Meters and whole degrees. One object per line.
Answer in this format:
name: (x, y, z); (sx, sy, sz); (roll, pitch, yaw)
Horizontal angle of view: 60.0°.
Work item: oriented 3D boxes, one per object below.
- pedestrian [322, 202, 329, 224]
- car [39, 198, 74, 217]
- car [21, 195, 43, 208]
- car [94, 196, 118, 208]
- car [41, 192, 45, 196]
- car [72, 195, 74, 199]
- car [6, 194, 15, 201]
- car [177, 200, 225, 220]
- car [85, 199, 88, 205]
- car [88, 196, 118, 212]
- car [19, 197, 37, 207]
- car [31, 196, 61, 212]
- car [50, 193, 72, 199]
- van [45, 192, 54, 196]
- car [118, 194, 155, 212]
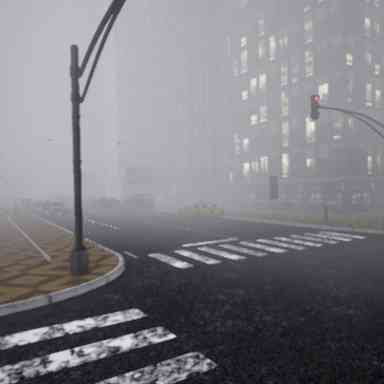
pedestrian: (7.931, 1.193, 19.628); (0.375, 1.300, 0.375); (-1, 0, -32)
car: (-12.832, 1.536, 31.331); (1.947, 1.339, 4.313); (-1, 1, -32)
car: (-21.867, 1.507, 45.647); (1.802, 1.307, 4.206); (-1, 1, -32)
car: (-11.791, 1.301, 45.380); (1.887, 1.381, 4.507); (-1, 1, -32)
car: (-35.879, 1.179, 83.545); (2.008, 1.369, 4.403); (-1, 1, -32)
car: (-23.835, 1.238, 64.462); (1.887, 1.381, 4.507); (-1, 1, -32)
car: (-42.950, 1.253, 79.049); (1.967, 1.590, 4.097); (-1, 1, -32)
car: (0.576, 1.341, 25.713); (1.752, 1.417, 4.829); (-1, 1, -32)
car: (-14.802, 1.323, 50.150); (1.802, 1.307, 4.206); (-1, 1, -32)
car: (-9.432, 1.327, 36.774); (2.128, 1.511, 4.902); (-1, 1, -32)
car: (-24.878, 1.455, 50.418); (1.887, 1.381, 4.507); (-1, 1, -32)
car: (-15.844, 1.506, 36.103); (2.008, 1.369, 4.403); (-1, 1, -32)
car: (-22.897, 1.294, 58.102); (1.812, 1.442, 4.674); (-1, 1, -32)
van: (-32.870, 0.986, 78.772); (1.690, 1.788, 3.998); (-1, 1, -32)
car: (-5.772, 1.100, 35.836); (2.192, 1.841, 5.009); (-1, 1, -32)
